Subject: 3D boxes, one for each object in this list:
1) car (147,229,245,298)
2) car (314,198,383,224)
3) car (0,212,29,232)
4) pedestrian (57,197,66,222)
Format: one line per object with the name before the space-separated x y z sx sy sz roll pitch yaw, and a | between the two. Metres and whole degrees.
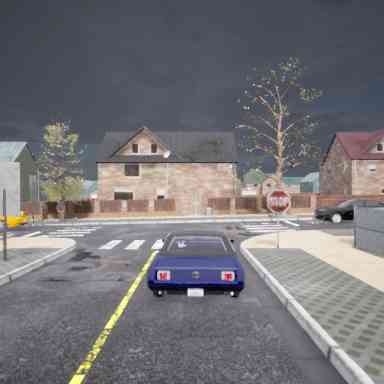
car | 0.152 1.603 8.490 1.895 1.301 4.718 0 0 2
car | 10.560 1.166 21.644 5.008 1.535 1.882 -2 1 -1
car | -13.322 1.729 21.646 5.008 1.535 1.882 -1 1 0
pedestrian | -9.646 1.264 24.556 0.375 1.860 0.375 0 2 0
